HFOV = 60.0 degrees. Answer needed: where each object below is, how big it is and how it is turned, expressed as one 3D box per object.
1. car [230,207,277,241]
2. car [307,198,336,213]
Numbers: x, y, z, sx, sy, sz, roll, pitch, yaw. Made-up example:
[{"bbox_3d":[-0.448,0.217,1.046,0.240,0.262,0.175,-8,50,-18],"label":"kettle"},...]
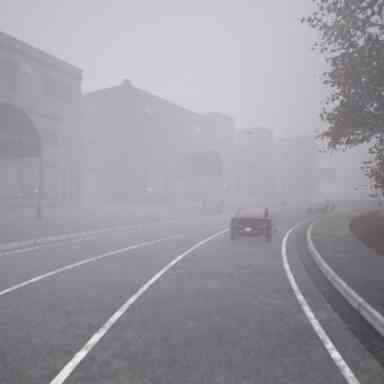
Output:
[{"bbox_3d":[3.228,1.477,16.922,1.882,1.535,5.008,0,0,18],"label":"car"},{"bbox_3d":[13.668,1.347,35.205,1.812,1.442,4.674,-1,0,39],"label":"car"}]
